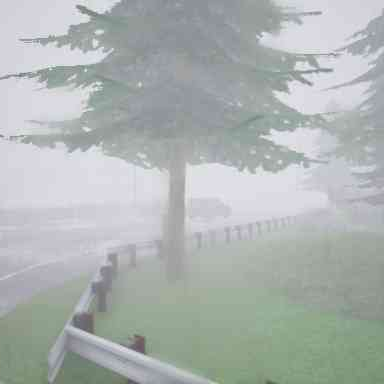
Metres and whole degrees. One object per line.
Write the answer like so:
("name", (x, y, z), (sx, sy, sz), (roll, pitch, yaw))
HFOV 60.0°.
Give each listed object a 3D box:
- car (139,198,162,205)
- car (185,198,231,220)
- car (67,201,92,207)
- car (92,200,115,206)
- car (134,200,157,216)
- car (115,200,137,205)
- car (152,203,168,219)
("car", (-8.238, 1.826, 66.272), (1.895, 1.301, 4.718), (-1, 0, 36))
("car", (1.681, 1.561, 31.889), (2.150, 2.045, 5.566), (-1, 0, 36))
("car", (-17.612, 2.179, 53.354), (1.895, 1.301, 4.718), (-1, 0, 36))
("car", (-13.203, 2.074, 53.476), (1.812, 1.442, 4.674), (-1, 0, 36))
("car", (-3.562, 1.890, 36.581), (2.128, 1.511, 4.902), (-1, 0, 36))
("car", (-8.318, 1.966, 48.294), (1.882, 1.535, 5.008), (-1, 0, 36))
("car", (-1.509, 1.970, 33.437), (1.895, 1.301, 4.718), (-1, 0, 36))
